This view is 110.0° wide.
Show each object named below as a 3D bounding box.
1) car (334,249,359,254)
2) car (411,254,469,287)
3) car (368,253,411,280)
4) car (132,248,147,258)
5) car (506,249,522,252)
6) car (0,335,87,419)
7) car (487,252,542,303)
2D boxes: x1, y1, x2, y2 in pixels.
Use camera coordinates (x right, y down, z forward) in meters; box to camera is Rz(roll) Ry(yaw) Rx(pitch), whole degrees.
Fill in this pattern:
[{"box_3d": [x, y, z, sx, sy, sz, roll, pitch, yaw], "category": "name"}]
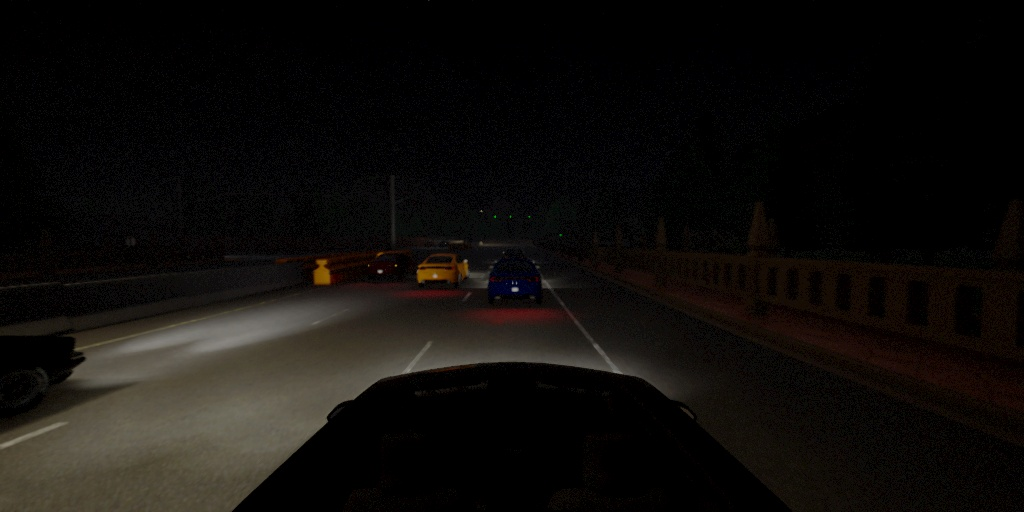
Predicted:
[{"box_3d": [-13.946, 0.095, 30.393, 1.994, 1.385, 4.181, 0, 3, 1], "category": "car"}, {"box_3d": [-3.384, 0.606, 18.294, 1.882, 1.535, 5.008, 0, 3, 0], "category": "car"}, {"box_3d": [-6.873, 0.520, 21.003, 1.812, 1.442, 4.674, 0, 3, 0], "category": "car"}, {"box_3d": [-43.404, -0.439, 41.154, 4.181, 1.385, 1.994, 0, 3, 1], "category": "car"}, {"box_3d": [0.169, 0.127, 29.751, 1.994, 1.385, 4.181, 0, 3, 0], "category": "car"}, {"box_3d": [-6.900, 1.329, 2.825, 1.895, 1.301, 4.718, 0, 1, 0], "category": "car"}, {"box_3d": [0.104, 0.816, 14.061, 1.882, 1.535, 5.008, 0, 3, 0], "category": "car"}]
